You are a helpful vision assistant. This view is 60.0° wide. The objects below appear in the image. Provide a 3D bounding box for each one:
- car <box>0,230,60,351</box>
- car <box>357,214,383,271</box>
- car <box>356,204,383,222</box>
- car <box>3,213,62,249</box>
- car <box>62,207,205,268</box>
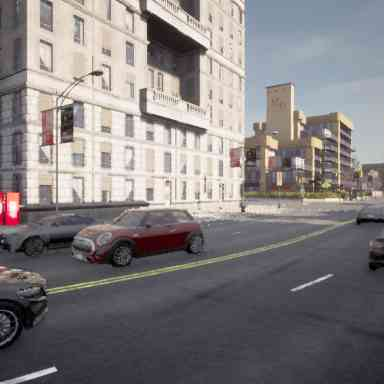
[{"bbox_3d":[-4.498,1.520,4.516,4.674,1.442,1.812,0,0,-34],"label":"car"},{"bbox_3d":[6.673,1.522,9.909,1.812,1.442,4.674,0,0,42],"label":"car"},{"bbox_3d":[12.966,1.554,23.471,1.994,1.385,4.181,0,0,37],"label":"car"},{"bbox_3d":[-5.155,1.551,13.047,4.181,1.385,1.994,0,0,-41],"label":"car"},{"bbox_3d":[-1.713,1.342,11.466,4.553,1.767,2.097,0,0,-43],"label":"car"}]
